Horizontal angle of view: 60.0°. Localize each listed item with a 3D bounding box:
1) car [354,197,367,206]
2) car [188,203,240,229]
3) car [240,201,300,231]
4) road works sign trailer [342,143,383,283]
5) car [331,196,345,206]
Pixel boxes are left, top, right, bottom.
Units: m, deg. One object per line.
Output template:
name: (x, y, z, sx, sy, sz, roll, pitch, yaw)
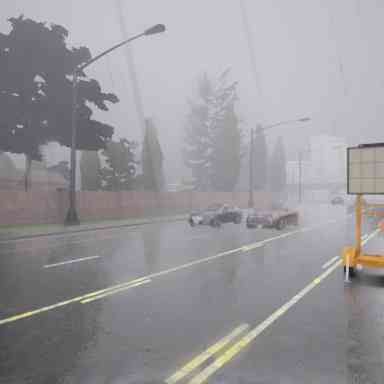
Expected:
car: (27.845, 1.594, 54.943, 2.033, 1.411, 5.357, 0, 0, 28)
car: (1.651, 1.503, 21.905, 2.128, 1.511, 4.902, 0, 0, 35)
car: (5.125, 1.363, 20.768, 2.097, 1.767, 4.553, 0, 0, 35)
road works sign trailer: (5.474, 0.468, 8.861, 2.380, 3.560, 2.880, 0, 0, 35)
car: (25.262, 1.554, 57.670, 1.837, 1.490, 4.892, 0, 0, 27)
